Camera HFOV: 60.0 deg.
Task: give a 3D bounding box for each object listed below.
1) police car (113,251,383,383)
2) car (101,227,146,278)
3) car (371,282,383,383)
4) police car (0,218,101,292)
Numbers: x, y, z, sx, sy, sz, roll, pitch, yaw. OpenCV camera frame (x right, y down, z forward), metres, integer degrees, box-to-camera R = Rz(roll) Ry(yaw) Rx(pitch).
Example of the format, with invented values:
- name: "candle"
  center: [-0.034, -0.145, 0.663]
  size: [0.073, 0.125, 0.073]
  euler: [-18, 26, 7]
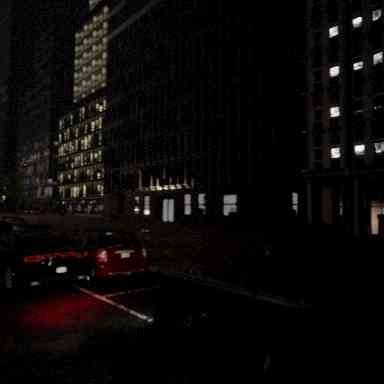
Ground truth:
- name: "police car"
  center: [1.603, 1.607, 2.834]
  size: [5.238, 1.638, 1.930]
  euler: [-1, -4, 45]
- name: "car"
  center: [-3.248, 1.902, 11.080]
  size: [1.967, 1.590, 4.097]
  euler: [5, -4, -42]
- name: "car"
  center: [4.292, 1.793, 2.880]
  size: [2.008, 1.369, 4.403]
  euler: [5, -4, -42]
- name: "police car"
  center: [-5.060, 1.812, 10.292]
  size: [1.930, 1.638, 5.238]
  euler: [4, -4, -43]
